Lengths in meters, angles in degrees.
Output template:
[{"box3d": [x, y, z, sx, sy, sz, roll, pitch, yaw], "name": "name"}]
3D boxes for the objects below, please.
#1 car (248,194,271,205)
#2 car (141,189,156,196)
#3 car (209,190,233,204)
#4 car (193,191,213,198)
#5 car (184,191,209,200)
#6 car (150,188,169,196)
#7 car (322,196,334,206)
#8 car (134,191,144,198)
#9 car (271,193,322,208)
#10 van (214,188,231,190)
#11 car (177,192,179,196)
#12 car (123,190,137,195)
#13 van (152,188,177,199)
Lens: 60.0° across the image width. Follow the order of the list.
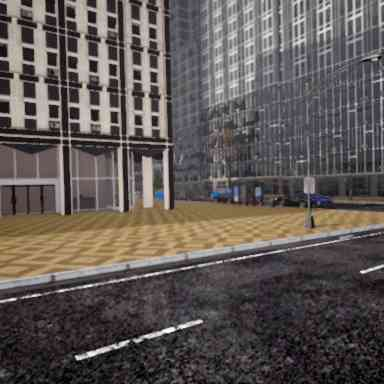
[{"box3d": [7.805, 0.911, 39.941, 1.802, 1.307, 4.206, -2, 1, -34], "name": "car"}, {"box3d": [-10.731, 0.053, 82.310, 1.967, 1.590, 4.097, -2, 1, -34], "name": "car"}, {"box3d": [4.658, 0.839, 44.673, 1.947, 1.339, 4.313, -2, 1, -34], "name": "car"}, {"box3d": [2.050, 0.420, 63.510, 1.802, 1.307, 4.206, -2, 1, -34], "name": "car"}, {"box3d": [0.421, 0.604, 55.644, 1.812, 1.442, 4.674, -2, 2, -34], "name": "car"}, {"box3d": [-7.538, -0.015, 77.607, 2.192, 1.841, 5.009, -2, 1, -34], "name": "car"}, {"box3d": [13.173, 0.773, 36.828, 1.882, 1.535, 5.008, -2, 2, -34], "name": "car"}, {"box3d": [-11.270, 0.547, 68.205, 2.008, 1.369, 4.403, -2, 1, -34], "name": "car"}, {"box3d": [10.985, 0.949, 35.228, 1.947, 1.339, 4.313, -2, 1, -34], "name": "car"}, {"box3d": [5.240, 0.234, 58.804, 1.690, 1.788, 3.998, -2, 1, -34], "name": "van"}, {"box3d": [-4.340, 0.308, 72.912, 1.802, 1.307, 4.206, -2, 1, -34], "name": "car"}, {"box3d": [-17.119, 0.051, 91.714, 2.008, 1.369, 4.403, -2, 1, -34], "name": "car"}, {"box3d": [-4.883, 0.449, 58.799, 1.690, 1.788, 3.998, -2, 1, -34], "name": "van"}]
